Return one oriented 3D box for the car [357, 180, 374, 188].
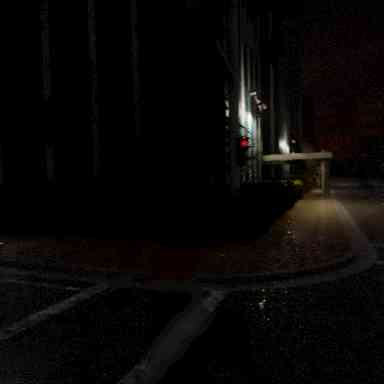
[{"bbox_3d":[26.419,-1.096,50.666,1.882,1.535,5.008,-1,2,21],"label":"car"}]
